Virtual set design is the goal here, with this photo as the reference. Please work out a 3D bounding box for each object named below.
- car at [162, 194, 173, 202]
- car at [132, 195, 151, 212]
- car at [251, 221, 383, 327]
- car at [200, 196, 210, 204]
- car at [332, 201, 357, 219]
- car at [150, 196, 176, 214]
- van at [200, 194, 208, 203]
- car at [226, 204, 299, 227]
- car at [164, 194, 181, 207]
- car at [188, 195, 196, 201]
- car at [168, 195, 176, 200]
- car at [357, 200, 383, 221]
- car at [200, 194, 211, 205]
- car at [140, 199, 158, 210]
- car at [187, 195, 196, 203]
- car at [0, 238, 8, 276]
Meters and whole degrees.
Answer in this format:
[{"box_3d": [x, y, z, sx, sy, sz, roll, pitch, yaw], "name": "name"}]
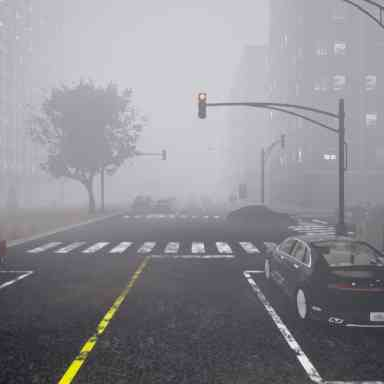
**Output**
[{"box_3d": [-5.753, 1.385, 77.987, 2.192, 1.841, 5.009, 0, 0, 0], "name": "car"}, {"box_3d": [-5.723, 1.336, 39.327, 2.192, 1.841, 5.009, 0, 0, 0], "name": "car"}, {"box_3d": [2.684, 1.551, 6.945, 2.008, 1.369, 4.403, 0, 0, 0], "name": "car"}, {"box_3d": [2.637, 1.578, 67.118, 1.752, 1.417, 4.829, 0, 0, 0], "name": "car"}, {"box_3d": [13.405, 1.350, 26.360, 4.403, 1.369, 2.008, -1, 1, -1], "name": "car"}, {"box_3d": [-3.127, 1.496, 36.471, 1.882, 1.535, 5.008, 0, 0, 0], "name": "car"}, {"box_3d": [2.632, 1.402, 72.471, 1.690, 1.788, 3.998, 0, 0, 0], "name": "van"}, {"box_3d": [4.506, 1.509, 21.543, 4.674, 1.442, 1.812, -1, 1, 25], "name": "car"}, {"box_3d": [-3.133, 1.539, 52.784, 1.837, 1.490, 4.892, 0, 0, 0], "name": "car"}, {"box_3d": [-0.061, 1.446, 79.075, 1.812, 1.442, 4.674, 0, 0, 0], "name": "car"}, {"box_3d": [-5.766, 1.654, 94.556, 2.008, 1.369, 4.403, 0, 0, 0], "name": "car"}, {"box_3d": [14.921, 1.283, 23.797, 4.892, 1.490, 1.837, -1, 0, -1], "name": "car"}, {"box_3d": [2.641, 1.610, 61.425, 1.947, 1.339, 4.313, 0, 0, 0], "name": "car"}, {"box_3d": [-5.727, 1.592, 44.850, 1.947, 1.339, 4.313, 0, 0, 0], "name": "car"}, {"box_3d": [-0.055, 1.656, 69.098, 1.895, 1.301, 4.718, 0, 0, 0], "name": "car"}, {"box_3d": [-5.696, 1.545, 6.939, 1.887, 1.381, 4.507, 0, 0, 0], "name": "car"}]
